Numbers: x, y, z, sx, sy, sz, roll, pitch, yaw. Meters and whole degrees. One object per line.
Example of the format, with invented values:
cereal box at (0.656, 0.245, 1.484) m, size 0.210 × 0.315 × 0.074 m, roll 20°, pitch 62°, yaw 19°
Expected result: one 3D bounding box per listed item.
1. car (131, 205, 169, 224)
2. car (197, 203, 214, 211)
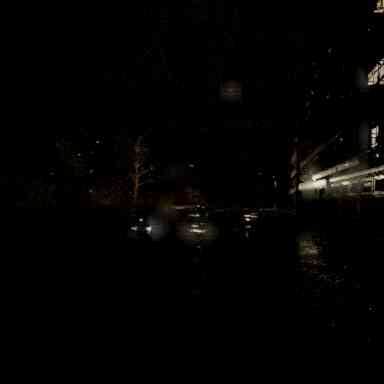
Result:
car at (-3.404, 1.839, 28.543) m, size 2.033 × 1.411 × 5.357 m, roll 2°, pitch -1°, yaw 12°
car at (2.204, 2.410, 53.605) m, size 1.895 × 1.301 × 4.718 m, roll 2°, pitch -1°, yaw 14°
